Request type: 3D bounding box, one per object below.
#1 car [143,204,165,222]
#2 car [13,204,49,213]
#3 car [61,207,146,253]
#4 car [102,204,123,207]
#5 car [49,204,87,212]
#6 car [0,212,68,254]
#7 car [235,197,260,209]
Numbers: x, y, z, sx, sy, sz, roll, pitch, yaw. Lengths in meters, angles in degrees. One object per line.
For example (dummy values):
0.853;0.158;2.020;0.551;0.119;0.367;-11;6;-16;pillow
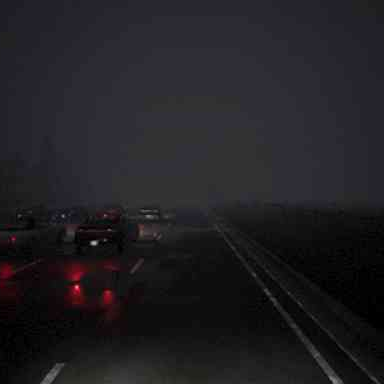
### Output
-3.492;1.777;29.311;2.128;1.511;4.902;0;0;0;car
-13.991;1.811;29.386;1.812;1.442;4.674;0;0;0;car
-3.494;1.632;14.308;2.128;1.511;4.902;0;0;0;car
-6.991;1.764;29.492;1.882;1.535;5.008;0;0;0;car
-10.491;1.811;29.403;1.812;1.442;4.674;0;0;0;car
-6.996;1.738;14.119;1.895;1.301;4.718;0;-1;0;car
8.930;1.726;53.070;3.866;1.878;1.905;0;-1;0;car
